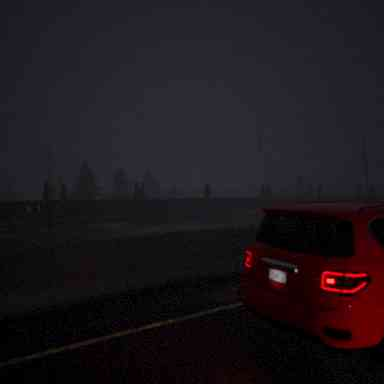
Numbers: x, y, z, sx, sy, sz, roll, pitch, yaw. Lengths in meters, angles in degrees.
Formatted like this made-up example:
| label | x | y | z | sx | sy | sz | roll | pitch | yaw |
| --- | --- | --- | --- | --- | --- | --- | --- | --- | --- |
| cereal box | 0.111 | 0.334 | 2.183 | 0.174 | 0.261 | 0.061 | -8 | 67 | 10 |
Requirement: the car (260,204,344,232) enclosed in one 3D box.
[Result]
| label | x | y | z | sx | sy | sz | roll | pitch | yaw |
| --- | --- | --- | --- | --- | --- | --- | --- | --- | --- |
| car | 6.496 | 1.470 | 19.558 | 4.718 | 1.301 | 1.895 | 0 | 0 | -26 |

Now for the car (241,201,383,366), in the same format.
| label | x | y | z | sx | sy | sz | roll | pitch | yaw |
| --- | --- | --- | --- | --- | --- | --- | --- | --- | --- |
| car | 3.415 | 1.178 | 5.764 | 5.566 | 2.045 | 2.150 | 0 | 0 | -31 |
